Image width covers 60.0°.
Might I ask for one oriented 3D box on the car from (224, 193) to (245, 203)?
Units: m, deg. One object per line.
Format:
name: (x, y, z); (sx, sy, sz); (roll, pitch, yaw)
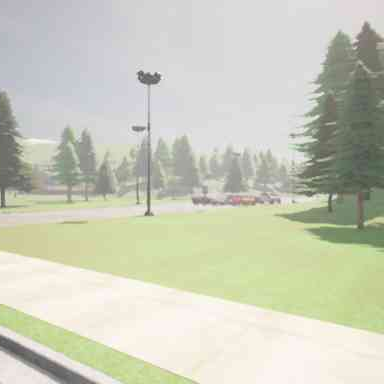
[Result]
car: (8.009, 1.170, 62.467); (2.097, 1.767, 4.553); (0, 0, 36)

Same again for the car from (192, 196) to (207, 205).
car: (1.961, 1.318, 54.074); (2.128, 1.511, 4.902); (0, 0, 37)

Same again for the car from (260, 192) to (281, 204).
car: (13.705, 1.073, 58.396); (2.150, 2.045, 5.566); (0, 0, 36)

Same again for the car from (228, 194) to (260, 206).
car: (7.894, 1.211, 50.319); (2.097, 1.767, 4.553); (0, 0, 36)

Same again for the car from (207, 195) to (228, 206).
car: (4.822, 1.443, 52.055); (1.895, 1.301, 4.718); (0, 0, 36)

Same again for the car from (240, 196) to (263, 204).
car: (10.856, 1.382, 60.432); (2.033, 1.411, 5.357); (0, 0, 36)
